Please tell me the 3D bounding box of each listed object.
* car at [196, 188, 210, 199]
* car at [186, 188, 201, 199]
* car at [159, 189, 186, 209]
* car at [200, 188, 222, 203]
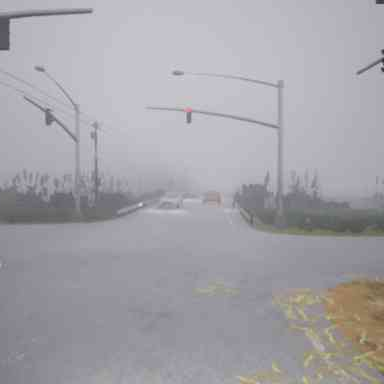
[{"bbox_3d":[2.090,0.271,63.828,2.150,2.045,5.566,0,-1,7],"label":"car"},{"bbox_3d":[-0.368,0.293,46.204,1.994,1.385,4.181,0,1,8],"label":"car"},{"bbox_3d":[-1.963,0.761,32.040,1.812,1.442,4.674,0,4,5],"label":"car"},{"bbox_3d":[2.360,0.405,38.009,1.882,1.535,5.008,0,2,6],"label":"car"}]
